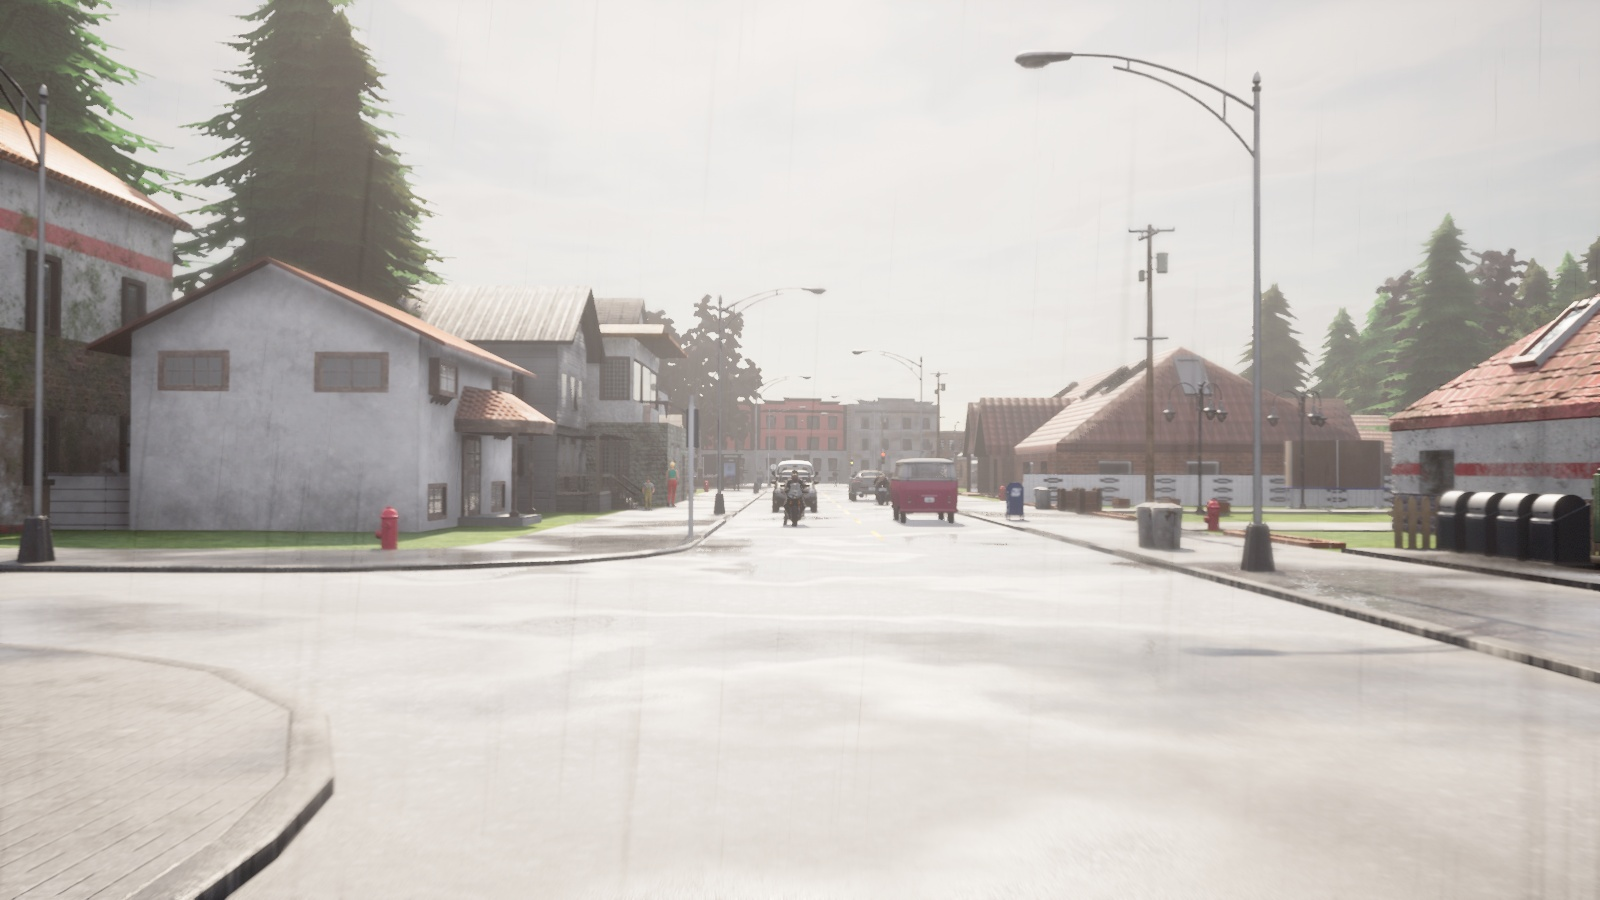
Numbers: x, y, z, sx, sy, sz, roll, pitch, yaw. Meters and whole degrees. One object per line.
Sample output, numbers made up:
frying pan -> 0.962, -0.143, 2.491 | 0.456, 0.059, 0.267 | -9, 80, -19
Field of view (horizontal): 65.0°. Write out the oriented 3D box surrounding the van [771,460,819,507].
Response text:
van -> -0.219, 1.497, 57.230 | 2.069, 2.038, 4.480 | 0, -1, 0

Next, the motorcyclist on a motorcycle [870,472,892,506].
motorcyclist on a motorcycle -> 3.778, 1.814, 58.495 | 0.866, 1.530, 2.191 | 0, -1, 0

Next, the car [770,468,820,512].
car -> -0.187, 1.530, 48.744 | 1.851, 1.617, 3.988 | 0, -1, 0

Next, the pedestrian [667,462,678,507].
pedestrian -> -5.175, 1.399, 51.018 | 0.345, 1.836, 0.594 | 0, -1, 1

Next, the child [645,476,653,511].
child -> -5.534, 1.595, 45.921 | 0.270, 1.263, 0.437 | 0, -1, -4

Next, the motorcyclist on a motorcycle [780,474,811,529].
motorcyclist on a motorcycle -> -0.141, 1.454, 36.058 | 0.866, 1.530, 2.191 | 0, -1, 0

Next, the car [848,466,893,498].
car -> 3.743, 1.708, 67.471 | 2.152, 1.651, 5.027 | 0, -1, 0

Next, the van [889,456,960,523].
van -> 3.847, 1.213, 39.472 | 1.775, 1.987, 4.442 | 0, -1, 0
